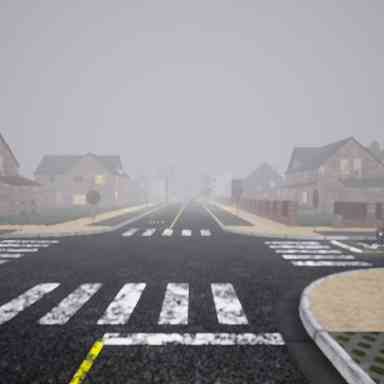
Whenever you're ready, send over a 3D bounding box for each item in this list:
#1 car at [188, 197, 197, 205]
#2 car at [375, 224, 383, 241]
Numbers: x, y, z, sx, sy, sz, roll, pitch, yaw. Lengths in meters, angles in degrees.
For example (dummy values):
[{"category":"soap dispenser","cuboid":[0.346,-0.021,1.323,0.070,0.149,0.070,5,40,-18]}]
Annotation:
[{"category":"car","cuboid":[0.074,1.774,66.118,2.033,1.411,5.357,0,0,0]},{"category":"car","cuboid":[10.486,1.570,14.221,4.892,1.490,1.837,0,0,0]}]
